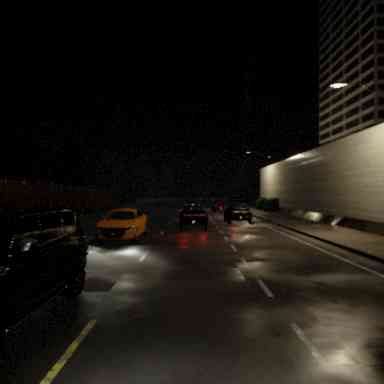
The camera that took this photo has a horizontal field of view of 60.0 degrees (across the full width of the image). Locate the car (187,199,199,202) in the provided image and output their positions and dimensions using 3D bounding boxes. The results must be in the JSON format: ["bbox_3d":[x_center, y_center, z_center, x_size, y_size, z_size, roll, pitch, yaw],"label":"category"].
[{"bbox_3d":[0.099,1.658,41.182,2.097,1.767,4.553,0,0,0],"label":"car"}]

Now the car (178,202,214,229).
[{"bbox_3d":[0.104,1.662,22.866,2.128,1.511,4.902,0,0,0],"label":"car"}]

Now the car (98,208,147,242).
[{"bbox_3d":[-3.497,1.607,17.255,1.882,1.535,5.008,0,0,0],"label":"car"}]

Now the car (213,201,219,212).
[{"bbox_3d":[3.602,1.848,43.352,1.812,1.442,4.674,0,0,0],"label":"car"}]

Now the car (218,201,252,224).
[{"bbox_3d":[3.605,1.690,26.829,2.128,1.511,4.902,0,0,0],"label":"car"}]

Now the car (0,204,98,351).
[{"bbox_3d":[-3.567,1.269,5.798,2.150,2.045,5.566,0,-1,0],"label":"car"}]

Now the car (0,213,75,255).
[{"bbox_3d":[-6.999,1.712,14.816,1.895,1.301,4.718,0,0,1],"label":"car"}]
